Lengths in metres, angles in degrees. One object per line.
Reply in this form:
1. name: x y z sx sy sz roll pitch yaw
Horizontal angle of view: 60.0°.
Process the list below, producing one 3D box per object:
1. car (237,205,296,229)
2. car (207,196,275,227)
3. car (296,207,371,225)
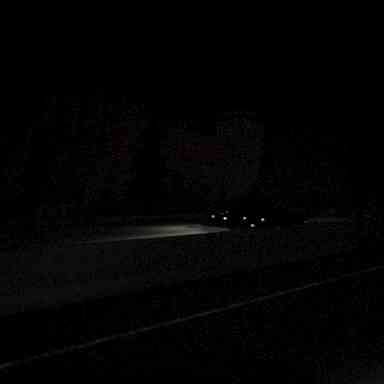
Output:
1. car: 5.341 1.660 20.705 4.718 1.301 1.895 0 0 -36
2. car: 3.667 1.282 23.810 5.566 2.045 2.150 0 0 -36
3. car: 8.124 1.589 18.390 4.674 1.442 1.812 0 0 -36
